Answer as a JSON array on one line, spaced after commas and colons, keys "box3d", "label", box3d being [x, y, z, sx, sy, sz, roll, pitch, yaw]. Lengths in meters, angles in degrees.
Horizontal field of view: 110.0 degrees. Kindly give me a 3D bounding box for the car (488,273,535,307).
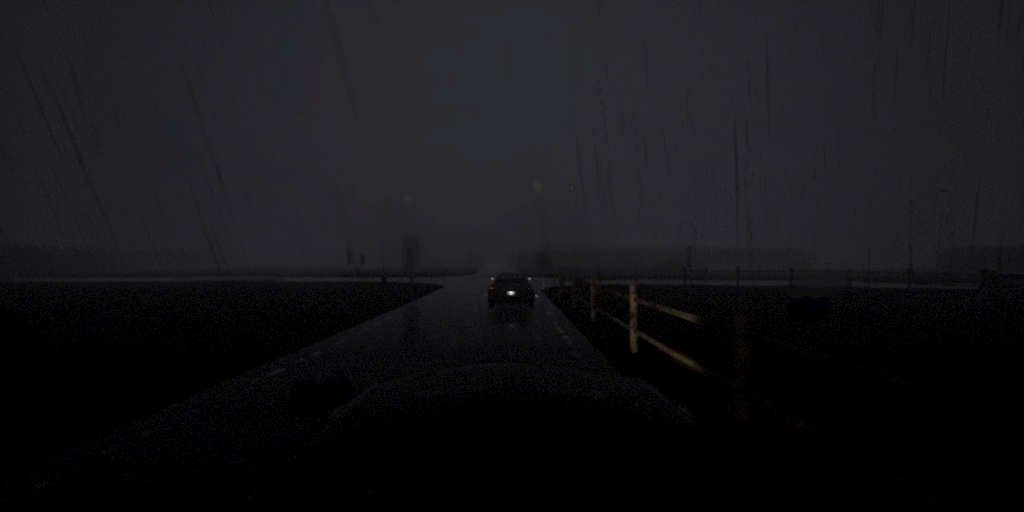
[{"box3d": [-0.044, 1.447, 16.184, 1.994, 1.385, 4.181, 0, 0, 0], "label": "car"}]
